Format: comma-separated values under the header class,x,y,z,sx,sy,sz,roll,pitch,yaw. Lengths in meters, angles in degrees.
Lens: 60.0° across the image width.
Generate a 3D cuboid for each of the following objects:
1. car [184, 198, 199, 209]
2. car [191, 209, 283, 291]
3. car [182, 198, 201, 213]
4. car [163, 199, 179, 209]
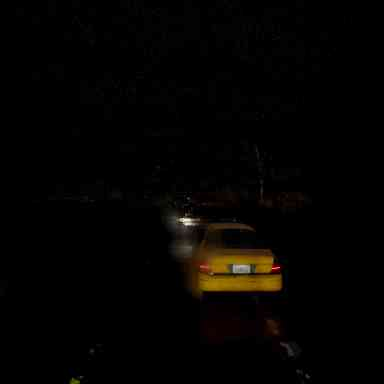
class,x,y,z,sx,sy,sz,roll,pitch,yaw
car,-0.073,1.554,46.331,1.994,1.385,4.181,0,0,1
car,0.944,1.453,8.944,1.801,1.575,5.366,0,0,0
car,-0.002,1.517,37.440,1.812,1.442,4.674,0,0,0
car,-2.846,1.590,45.540,1.895,1.301,4.718,0,0,0
